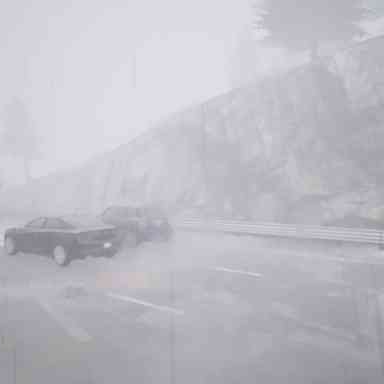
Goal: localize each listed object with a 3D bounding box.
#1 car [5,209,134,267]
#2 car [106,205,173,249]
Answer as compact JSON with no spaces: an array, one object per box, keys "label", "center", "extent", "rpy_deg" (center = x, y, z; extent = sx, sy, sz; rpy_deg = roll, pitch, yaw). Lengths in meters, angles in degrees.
[{"label":"car","center":[-4.558,1.468,11.501],"extent":[5.008,1.535,1.882],"rpy_deg":[-1,0,36]},{"label":"car","center":[-3.083,1.340,14.753],"extent":[4.553,1.767,2.097],"rpy_deg":[0,0,36]}]
